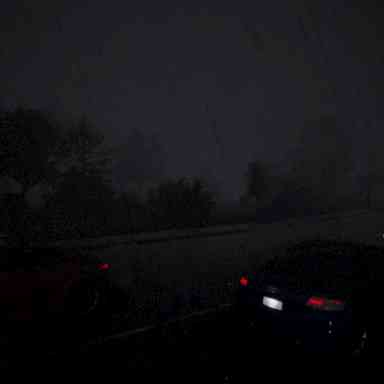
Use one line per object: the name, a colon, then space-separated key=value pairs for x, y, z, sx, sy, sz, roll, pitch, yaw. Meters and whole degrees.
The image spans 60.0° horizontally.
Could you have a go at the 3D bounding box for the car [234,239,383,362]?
car: x=2.744 y=1.567 z=6.012 sx=4.181 sy=1.385 sz=1.994 roll=0 pitch=0 yaw=-38

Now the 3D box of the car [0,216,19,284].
car: x=-6.970 y=1.498 z=7.727 sx=5.008 sy=1.535 sz=1.882 roll=0 pitch=0 yaw=-36

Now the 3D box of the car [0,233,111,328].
car: x=-3.598 y=1.576 z=5.862 sx=4.181 sy=1.385 sz=1.994 roll=0 pitch=0 yaw=-36
